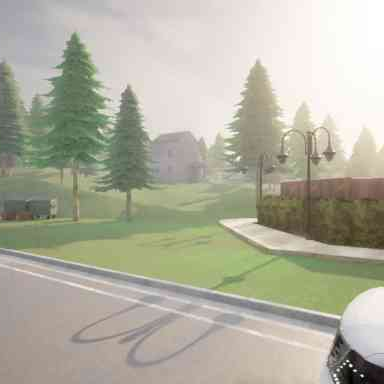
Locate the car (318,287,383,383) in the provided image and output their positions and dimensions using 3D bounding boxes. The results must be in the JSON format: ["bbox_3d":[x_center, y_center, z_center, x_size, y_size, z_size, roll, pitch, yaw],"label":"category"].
[{"bbox_3d":[3.517,1.223,1.471,5.566,2.045,2.150,0,0,36],"label":"car"}]
